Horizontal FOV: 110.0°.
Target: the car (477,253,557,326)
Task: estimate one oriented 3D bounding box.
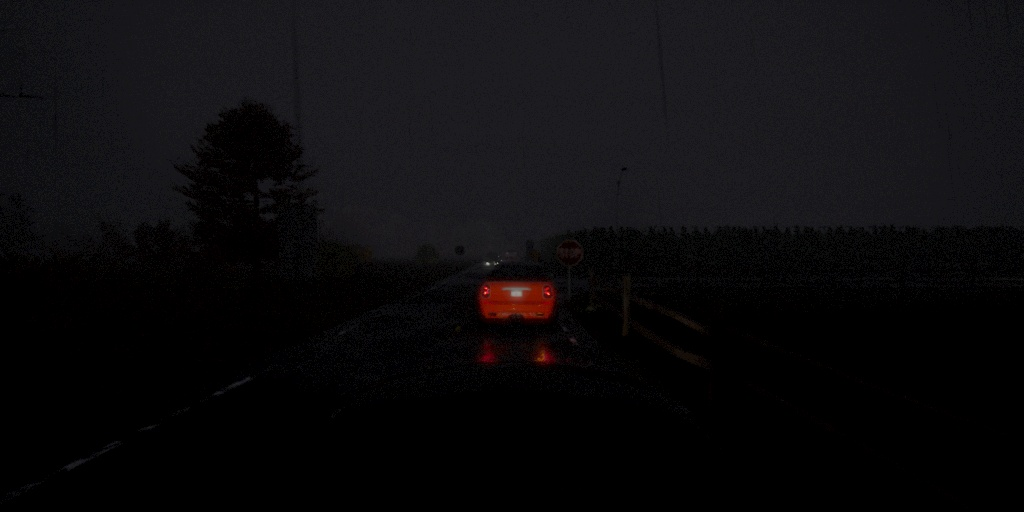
[{"bbox_3d":[0.255,0.927,11.170,2.097,1.767,4.553,0,1,4],"label":"car"}]

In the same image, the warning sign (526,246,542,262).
[{"bbox_3d":[2.384,0.208,36.572,1.300,1.860,1.060,0,0,0],"label":"warning sign"}]

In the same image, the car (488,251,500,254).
[{"bbox_3d":[-2.912,0.064,55.949,2.097,1.767,4.553,0,1,0],"label":"car"}]
